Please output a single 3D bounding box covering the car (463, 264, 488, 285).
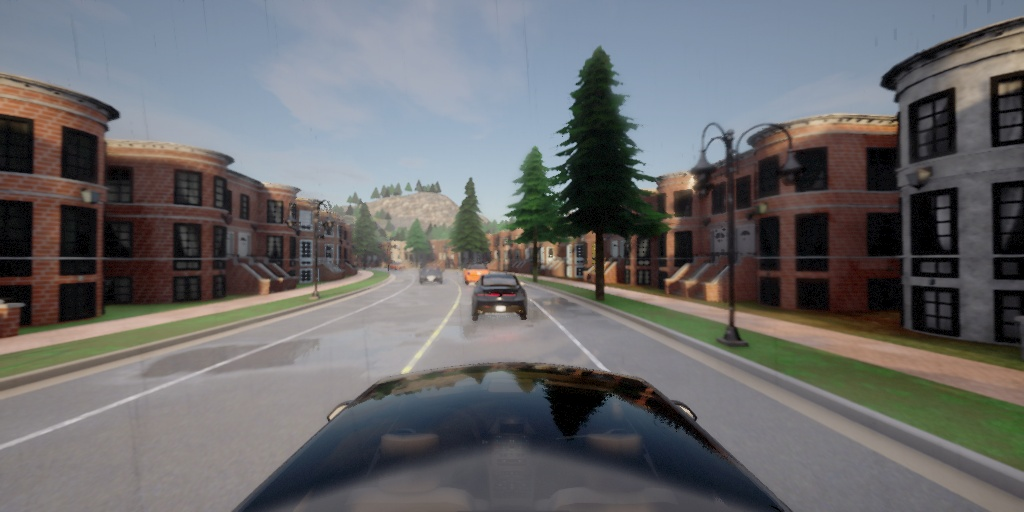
[{"bbox_3d":[-3.006,1.440,30.191,2.097,1.767,4.553,0,-1,-11],"label":"car"}]

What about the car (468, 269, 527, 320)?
[{"bbox_3d":[-0.543,1.393,13.424,1.837,1.490,4.892,0,-1,-5],"label":"car"}]

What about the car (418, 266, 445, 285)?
[{"bbox_3d":[-6.707,1.583,29.887,2.128,1.511,4.902,0,-1,-12],"label":"car"}]
